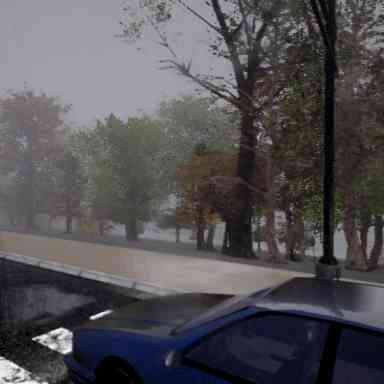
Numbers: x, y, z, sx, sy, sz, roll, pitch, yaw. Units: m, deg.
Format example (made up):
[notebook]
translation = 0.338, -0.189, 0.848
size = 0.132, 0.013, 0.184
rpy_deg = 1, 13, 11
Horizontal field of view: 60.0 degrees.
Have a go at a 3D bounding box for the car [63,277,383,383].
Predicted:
[car]
translation = 1.189, 1.547, 2.841
size = 5.357, 1.411, 2.033
rpy_deg = 0, 0, 36
